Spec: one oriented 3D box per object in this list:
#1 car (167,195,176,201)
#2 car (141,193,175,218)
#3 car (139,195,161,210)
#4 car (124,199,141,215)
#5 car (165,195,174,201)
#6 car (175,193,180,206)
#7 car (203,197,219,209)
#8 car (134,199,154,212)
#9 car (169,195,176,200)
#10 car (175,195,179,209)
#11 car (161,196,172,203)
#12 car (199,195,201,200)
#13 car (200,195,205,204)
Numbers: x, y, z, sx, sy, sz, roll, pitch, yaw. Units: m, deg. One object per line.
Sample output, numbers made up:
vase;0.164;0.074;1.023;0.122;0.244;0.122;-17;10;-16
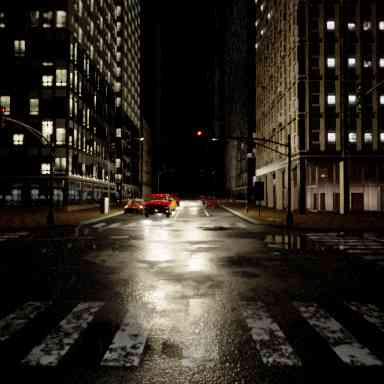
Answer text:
car;-5.551;1.586;89.548;2.008;1.369;4.403;1;0;0
car;-3.050;1.233;31.125;2.150;2.045;5.566;0;0;0
car;-5.609;1.332;44.947;2.192;1.841;5.009;1;0;0
car;-5.627;1.452;33.796;1.967;1.590;4.097;1;0;0
car;-5.559;1.577;83.973;1.887;1.381;4.507;1;0;0
car;-3.018;1.241;52.051;2.150;2.045;5.566;0;0;0
car;2.766;1.599;44.997;1.802;1.307;4.206;1;0;0
car;-5.622;1.596;39.371;1.802;1.307;4.206;1;0;0
car;-5.544;1.604;95.123;1.947;1.339;4.313;1;0;0
car;-3.040;1.493;41.552;1.882;1.535;5.008;0;0;0
car;-5.574;1.573;72.822;1.887;1.381;4.507;1;0;0
car;2.790;1.589;61.730;1.947;1.339;4.313;1;0;0
car;2.783;1.547;56.322;1.752;1.417;4.829;1;0;0
